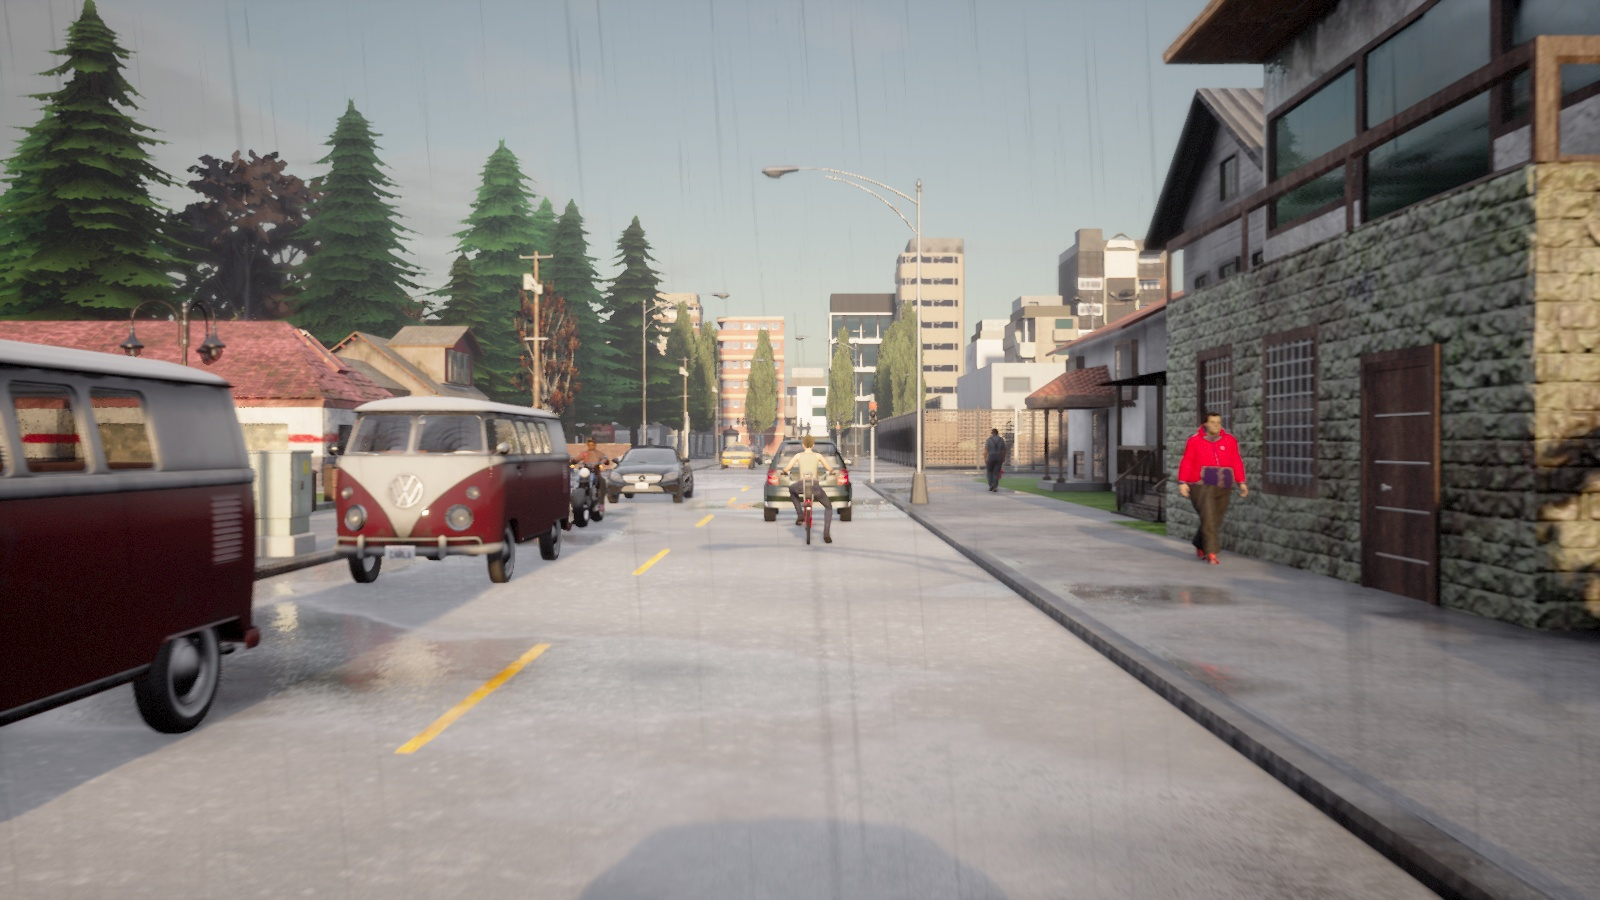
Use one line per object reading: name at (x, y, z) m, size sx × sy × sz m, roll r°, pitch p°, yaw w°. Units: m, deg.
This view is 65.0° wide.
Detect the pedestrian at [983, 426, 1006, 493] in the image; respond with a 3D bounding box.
pedestrian at (5.431, 0.263, 35.129) m, size 0.540 × 1.848 × 0.694 m, roll 0°, pitch 0°, yaw 0°

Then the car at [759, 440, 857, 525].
car at (0.155, 0.585, 24.817) m, size 1.789 × 1.549 × 3.705 m, roll 0°, pitch 0°, yaw 0°

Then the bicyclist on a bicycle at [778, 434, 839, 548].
bicyclist on a bicycle at (0.123, 0.578, 18.632) m, size 0.866 × 1.612 × 1.509 m, roll 0°, pitch 0°, yaw 0°

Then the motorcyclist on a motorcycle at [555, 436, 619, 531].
motorcyclist on a motorcycle at (-3.855, 0.564, 22.926) m, size 0.766 × 1.649 × 2.350 m, roll 0°, pitch 0°, yaw 0°

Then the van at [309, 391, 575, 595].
van at (-3.902, 0.416, 14.516) m, size 1.775 × 1.987 × 4.442 m, roll 0°, pitch 0°, yaw 0°

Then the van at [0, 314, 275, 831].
van at (-3.956, 0.468, 5.095) m, size 1.775 × 1.987 × 4.442 m, roll 0°, pitch 0°, yaw 0°

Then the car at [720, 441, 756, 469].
car at (-3.571, 0.273, 72.755) m, size 1.801 × 1.575 × 5.366 m, roll 0°, pitch 0°, yaw 0°

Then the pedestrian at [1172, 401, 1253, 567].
pedestrian at (4.719, 0.379, 14.411) m, size 0.634 × 1.844 × 0.899 m, roll 0°, pitch 0°, yaw 1°

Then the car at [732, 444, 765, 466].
car at (-3.501, 0.307, 85.900) m, size 2.033 × 1.411 × 5.357 m, roll 0°, pitch 0°, yaw 0°

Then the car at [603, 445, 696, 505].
car at (-3.802, 0.586, 32.442) m, size 1.812 × 1.442 × 4.674 m, roll 0°, pitch 0°, yaw 0°
